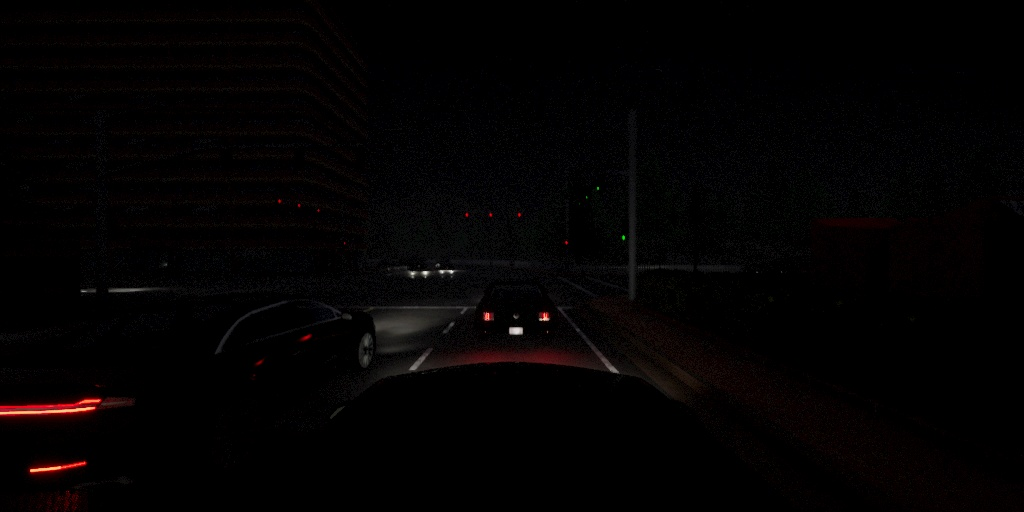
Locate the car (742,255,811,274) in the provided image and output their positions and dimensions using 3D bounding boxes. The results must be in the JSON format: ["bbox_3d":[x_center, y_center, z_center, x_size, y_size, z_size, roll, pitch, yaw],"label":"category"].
[{"bbox_3d":[23.245,0.961,31.226,5.566,2.045,2.150,0,0,1],"label":"car"}]

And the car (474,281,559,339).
[{"bbox_3d":[0.113,1.332,9.992,1.895,1.301,4.718,0,0,1],"label":"car"}]

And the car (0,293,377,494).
[{"bbox_3d":[-3.426,1.235,4.729,2.128,1.511,4.902,0,0,0],"label":"car"}]

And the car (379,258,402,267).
[{"bbox_3d":[-21.233,1.142,61.609,1.812,1.442,4.674,0,0,-45],"label":"car"}]

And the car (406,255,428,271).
[{"bbox_3d":[-12.238,0.873,46.539,2.150,2.045,5.566,0,0,-18],"label":"car"}]

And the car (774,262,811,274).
[{"bbox_3d":[23.554,1.348,27.723,4.718,1.301,1.895,0,0,1],"label":"car"}]

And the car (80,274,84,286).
[{"bbox_3d":[-28.208,1.254,21.006,4.902,1.511,2.128,0,0,1],"label":"car"}]

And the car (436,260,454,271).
[{"bbox_3d":[-9.079,1.193,48.372,2.033,1.411,5.357,0,0,-18],"label":"car"}]
